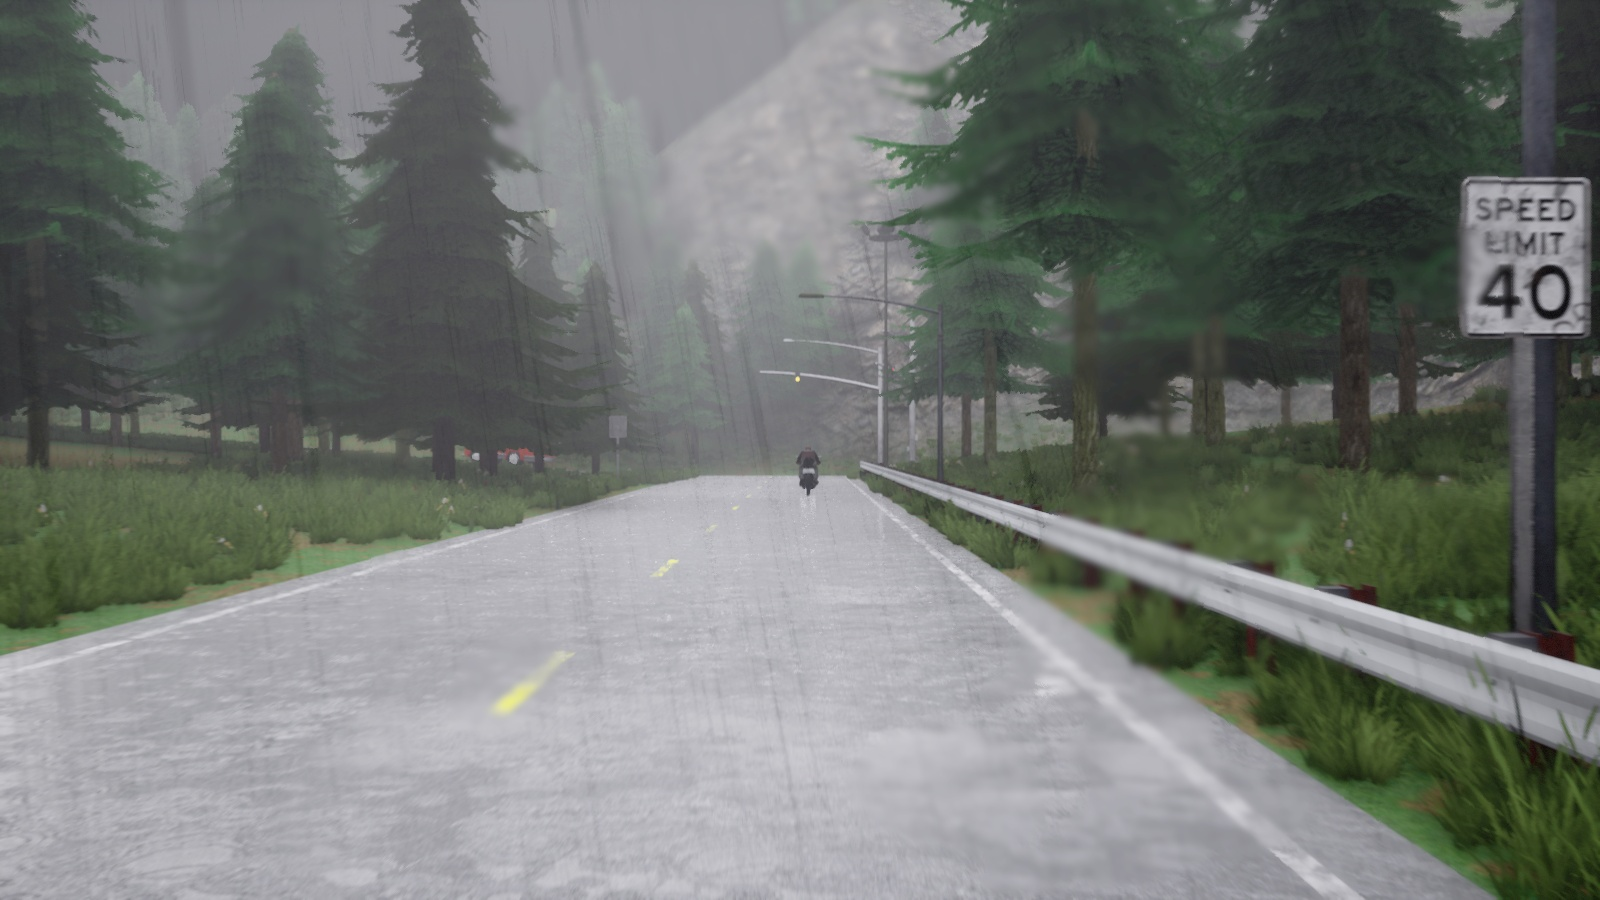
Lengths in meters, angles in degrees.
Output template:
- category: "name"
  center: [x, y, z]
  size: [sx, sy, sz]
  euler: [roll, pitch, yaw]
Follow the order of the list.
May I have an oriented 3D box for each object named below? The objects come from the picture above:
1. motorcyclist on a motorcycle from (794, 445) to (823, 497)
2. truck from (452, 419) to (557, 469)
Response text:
- category: "motorcyclist on a motorcycle"
  center: [0.253, 0.627, 38.714]
  size: [0.866, 1.530, 2.191]
  euler: [0, 0, 0]
- category: "truck"
  center: [-17.304, -0.369, 73.569]
  size: [5.204, 2.467, 2.627]
  euler: [5, 1, 20]
